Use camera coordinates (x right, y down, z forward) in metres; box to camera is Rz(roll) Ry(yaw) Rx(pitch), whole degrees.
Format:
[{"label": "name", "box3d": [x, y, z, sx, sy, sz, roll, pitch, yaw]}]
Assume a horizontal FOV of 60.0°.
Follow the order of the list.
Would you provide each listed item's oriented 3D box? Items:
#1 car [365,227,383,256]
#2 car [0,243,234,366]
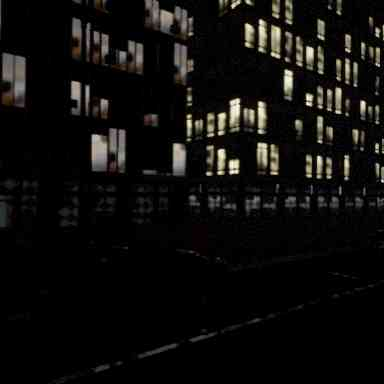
[{"label": "car", "box3d": [8.149, 1.674, 12.359, 4.403, 1.369, 2.008, 1, 0, -35]}, {"label": "car", "box3d": [-1.123, 1.602, 5.752, 4.206, 1.307, 1.802, 1, 0, -35]}]
